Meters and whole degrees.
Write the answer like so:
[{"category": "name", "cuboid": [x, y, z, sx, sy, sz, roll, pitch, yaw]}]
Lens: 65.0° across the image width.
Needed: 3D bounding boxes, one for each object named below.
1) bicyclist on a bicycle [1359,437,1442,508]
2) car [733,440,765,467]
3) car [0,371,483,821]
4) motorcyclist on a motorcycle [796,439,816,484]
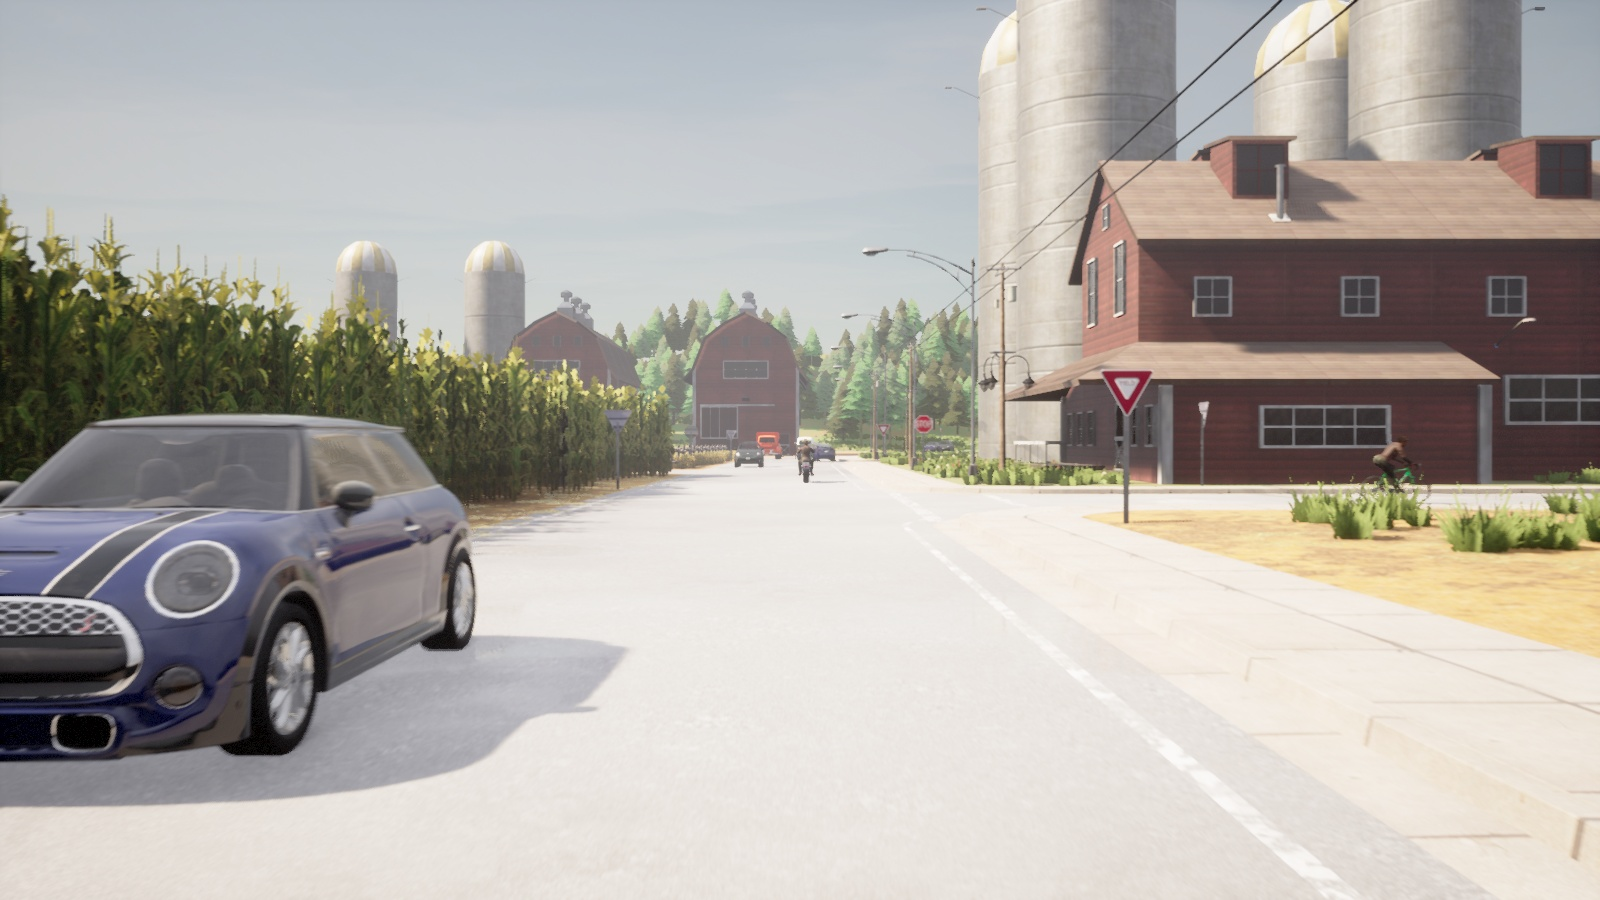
[{"category": "bicyclist on a bicycle", "cuboid": [14.019, 0.519, 29.348, 1.656, 1.620, 0.582, 0, 0, -1]}, {"category": "car", "cuboid": [-3.127, 0.205, 77.639, 1.851, 1.617, 3.988, 0, 0, 0]}, {"category": "car", "cuboid": [-3.451, 0.562, 7.211, 2.097, 1.767, 4.553, 0, 0, 0]}, {"category": "motorcyclist on a motorcycle", "cuboid": [0.237, 0.426, 48.099, 0.766, 1.649, 2.350, 0, 0, 0]}]
